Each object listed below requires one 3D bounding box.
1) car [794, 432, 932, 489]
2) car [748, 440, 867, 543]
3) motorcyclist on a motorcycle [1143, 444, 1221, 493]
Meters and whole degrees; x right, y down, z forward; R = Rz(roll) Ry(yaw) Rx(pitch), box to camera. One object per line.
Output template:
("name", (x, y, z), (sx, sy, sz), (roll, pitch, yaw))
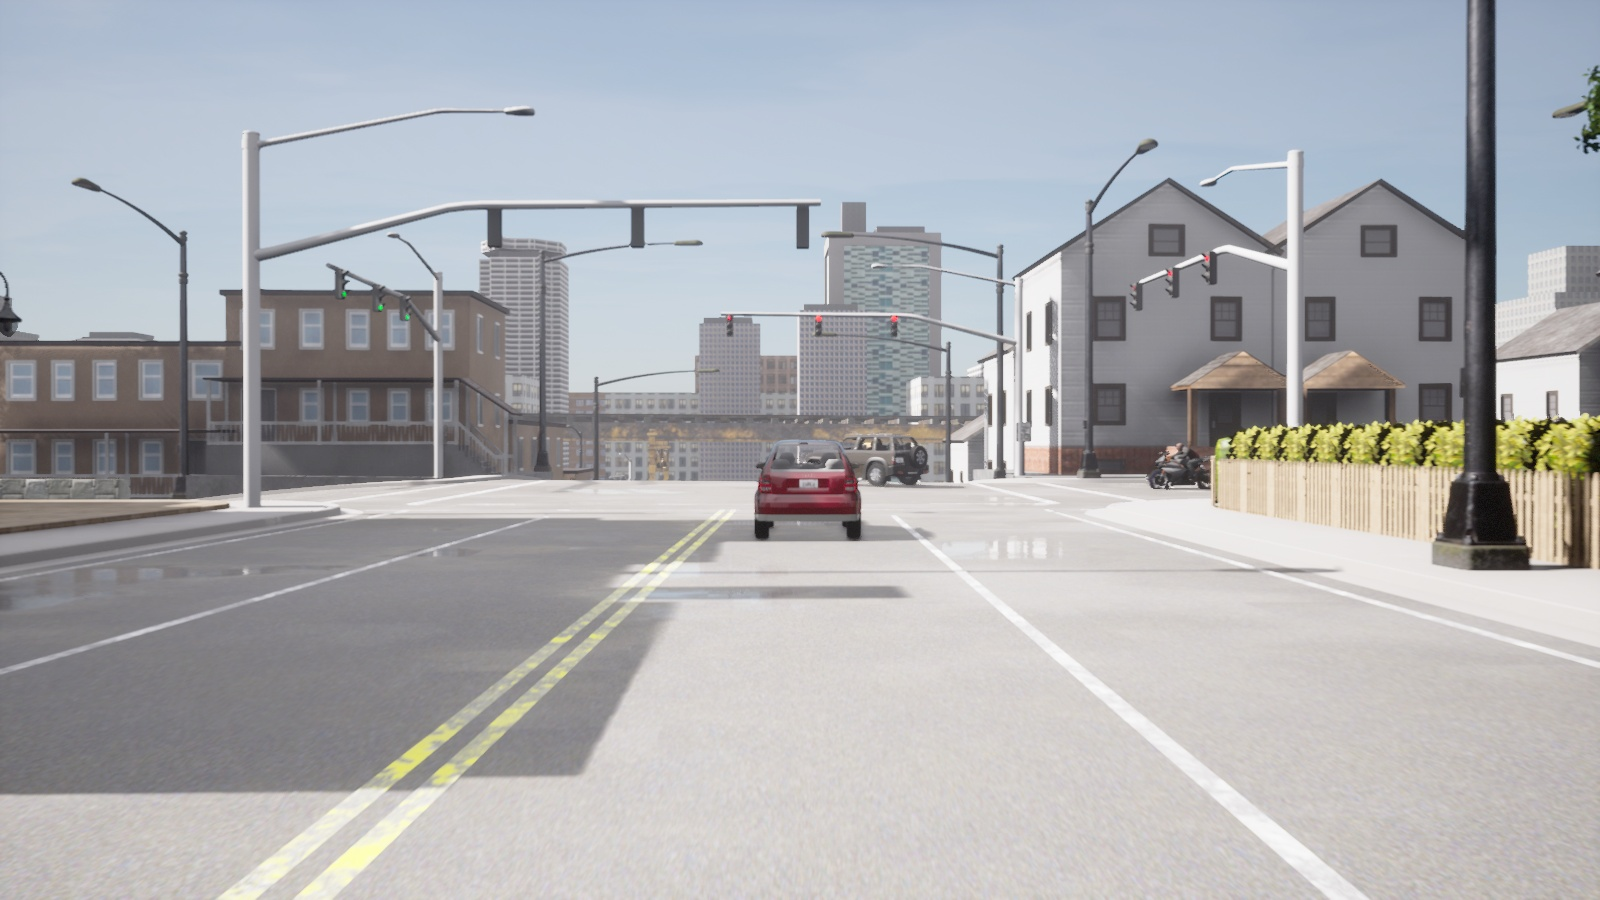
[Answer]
("car", (2.115, 0.303, 43.160), (4.605, 1.855, 1.932), (1, 1, 45))
("car", (0.129, 0.608, 20.760), (1.789, 1.549, 3.705), (0, 0, 0))
("motorcyclist on a motorcycle", (12.081, 0.567, 39.755), (2.191, 1.530, 0.866), (0, 0, 0))
